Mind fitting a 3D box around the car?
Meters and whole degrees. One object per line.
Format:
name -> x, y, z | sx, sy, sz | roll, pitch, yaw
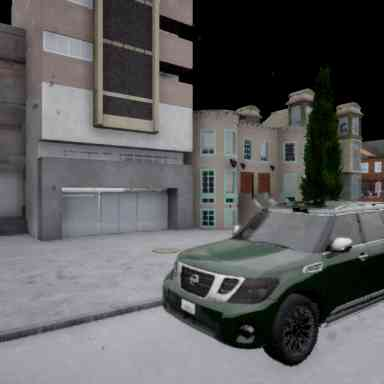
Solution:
car -> 2.197, 1.221, 6.178 | 5.566, 2.045, 2.150 | 0, 0, -36
